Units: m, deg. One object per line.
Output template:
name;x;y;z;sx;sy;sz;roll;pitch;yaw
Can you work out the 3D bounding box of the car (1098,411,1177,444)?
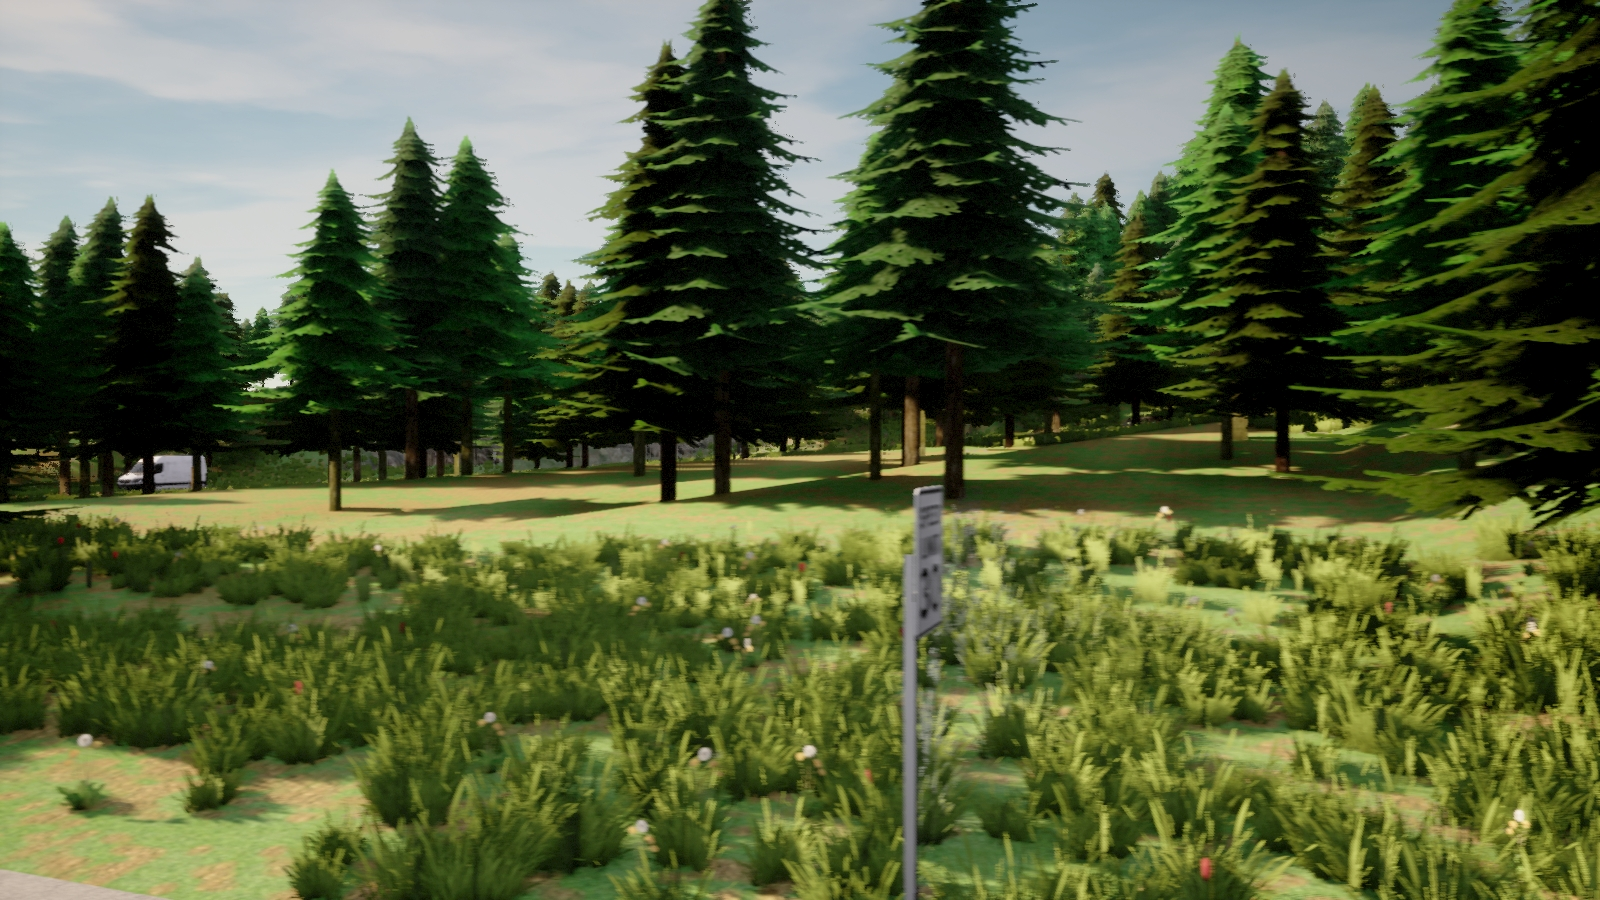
car;22.328;-1.461;75.752;2.097;1.767;4.553;0;-5;-36
